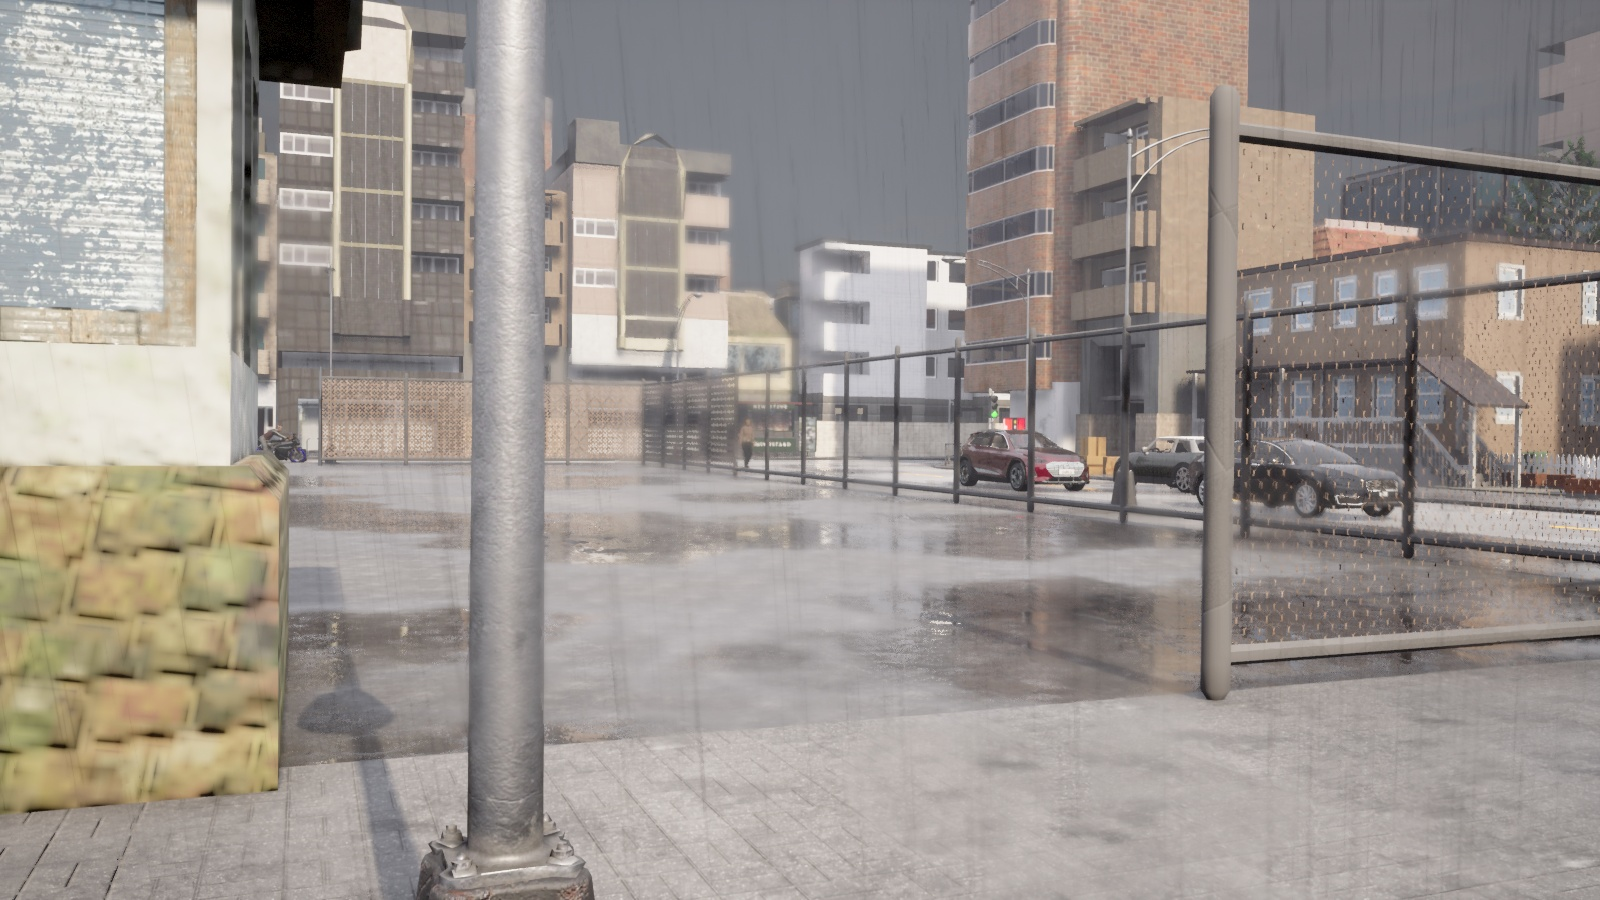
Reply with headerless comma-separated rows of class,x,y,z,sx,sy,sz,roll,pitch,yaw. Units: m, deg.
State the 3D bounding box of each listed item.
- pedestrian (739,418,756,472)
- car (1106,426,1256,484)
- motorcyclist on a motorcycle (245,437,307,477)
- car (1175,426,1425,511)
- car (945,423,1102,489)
pedestrian,-1.798,-0.173,43.019,0.331,1.846,0.634,-1,1,-23
car,10.303,0.095,34.226,1.970,1.475,3.806,-1,1,-22
motorcyclist on a motorcycle,-20.440,0.256,49.029,2.191,1.530,0.866,-1,1,-21
car,9.728,0.292,24.917,1.837,1.490,4.892,-1,1,-20
car,5.986,0.105,34.336,2.033,1.649,4.856,-1,1,-20
